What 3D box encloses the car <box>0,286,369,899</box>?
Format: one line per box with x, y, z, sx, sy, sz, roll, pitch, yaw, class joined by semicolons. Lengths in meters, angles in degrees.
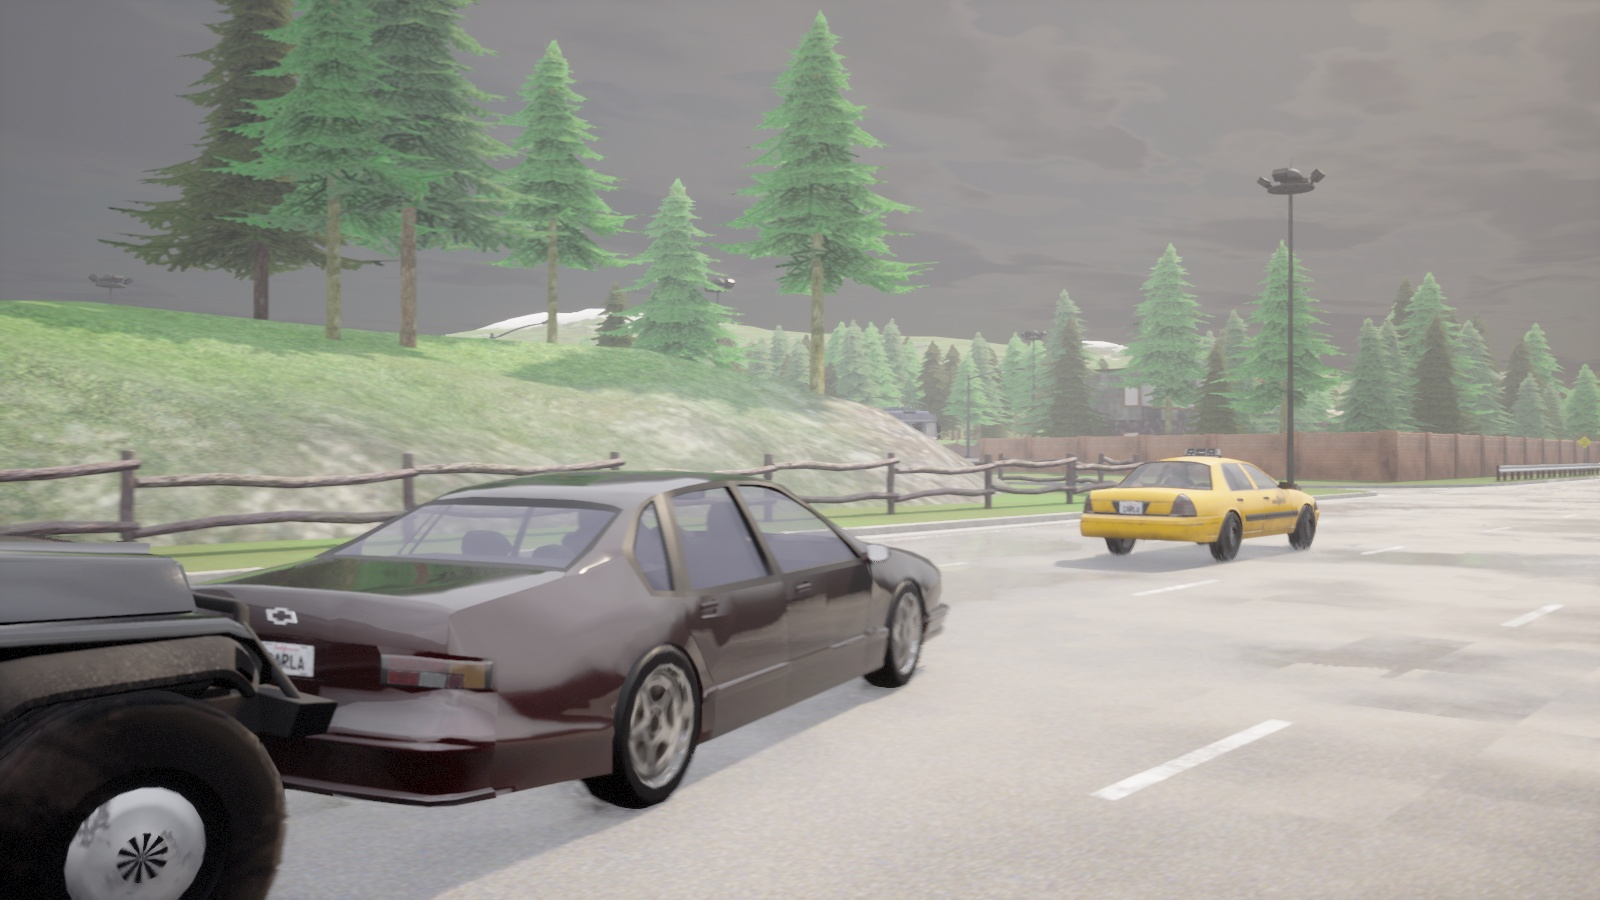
-3.291;0.553;2.948;1.905;1.878;3.866;0;0;40;car

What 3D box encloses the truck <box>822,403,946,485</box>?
4.082;-0.272;63.684;2.891;3.827;8.468;0;0;-22;truck

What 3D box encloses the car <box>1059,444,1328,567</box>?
6.019;0.717;18.725;1.801;1.575;5.366;0;0;41;car

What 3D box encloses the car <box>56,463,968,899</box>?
-0.850;0.815;6.893;2.033;1.411;5.357;0;0;25;car
